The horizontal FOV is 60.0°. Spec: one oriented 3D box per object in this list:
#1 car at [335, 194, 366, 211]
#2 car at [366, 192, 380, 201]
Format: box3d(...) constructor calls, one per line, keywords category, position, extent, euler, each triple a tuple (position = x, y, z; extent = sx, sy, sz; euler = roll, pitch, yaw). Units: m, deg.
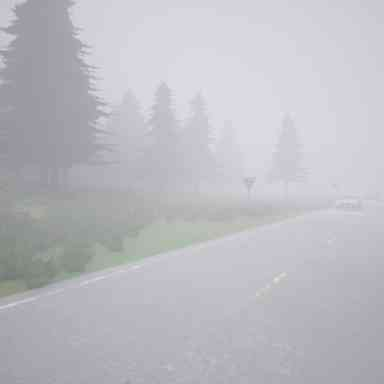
box3d(category="car", position=(14.495, 0.922, 30.640), extent=(1.812, 1.442, 4.674), euler=(2, 2, 33))
box3d(category="car", position=(26.939, 0.663, 49.872), extent=(1.895, 1.301, 4.718), euler=(2, 2, 33))
